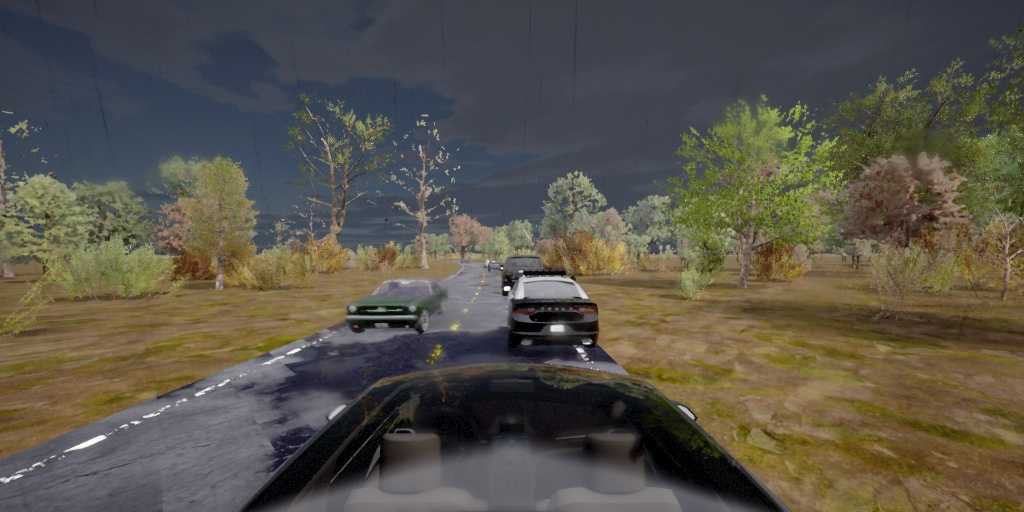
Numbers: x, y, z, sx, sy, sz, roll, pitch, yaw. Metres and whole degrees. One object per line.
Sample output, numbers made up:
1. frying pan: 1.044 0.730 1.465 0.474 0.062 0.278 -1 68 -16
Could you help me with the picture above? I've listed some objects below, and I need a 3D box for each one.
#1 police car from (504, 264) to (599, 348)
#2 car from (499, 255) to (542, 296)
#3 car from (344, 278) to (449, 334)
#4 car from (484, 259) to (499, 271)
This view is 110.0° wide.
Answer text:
1. police car: 0.820 1.174 9.378 1.930 1.638 5.238 0 0 -1
2. car: 0.531 0.972 19.343 2.150 2.045 5.566 0 0 -2
3. car: -3.156 1.350 10.759 1.895 1.301 4.718 0 0 -1
4. car: -2.312 1.240 48.030 2.128 1.511 4.902 0 0 -5
